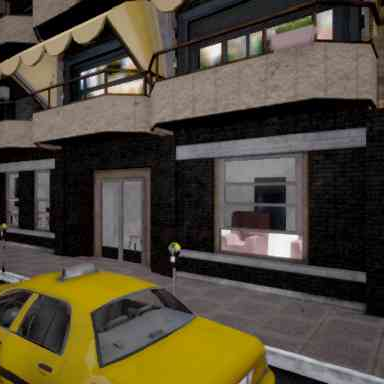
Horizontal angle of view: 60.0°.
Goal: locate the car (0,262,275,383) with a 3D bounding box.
[{"bbox_3d":[-1.510,1.525,3.951,4.829,1.417,1.752,0,0,36],"label":"car"}]
